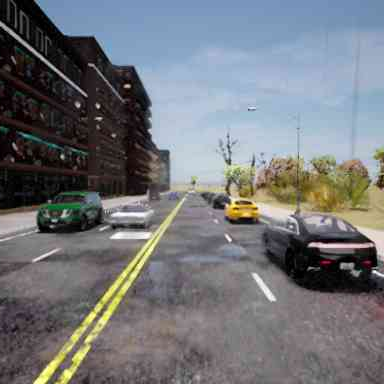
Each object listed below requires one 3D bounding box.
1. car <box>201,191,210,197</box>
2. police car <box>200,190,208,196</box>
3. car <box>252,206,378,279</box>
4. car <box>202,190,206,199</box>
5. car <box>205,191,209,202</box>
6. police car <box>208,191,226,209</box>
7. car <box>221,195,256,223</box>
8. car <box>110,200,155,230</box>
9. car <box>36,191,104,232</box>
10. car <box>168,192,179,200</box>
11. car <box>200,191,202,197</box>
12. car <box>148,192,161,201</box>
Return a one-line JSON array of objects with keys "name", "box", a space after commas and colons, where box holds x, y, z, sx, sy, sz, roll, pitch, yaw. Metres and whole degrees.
[{"name": "car", "box": [3.227, 0.475, 81.235, 2.128, 1.511, 4.902, 0, 1, 0]}, {"name": "police car", "box": [3.224, 0.351, 92.235, 2.038, 1.542, 4.974, 0, 1, 0]}, {"name": "car", "box": [3.347, 1.367, 9.599, 2.128, 1.511, 4.902, 0, 0, 0]}, {"name": "car", "box": [3.234, 0.763, 59.236, 1.837, 1.490, 4.892, 0, 1, 0]}, {"name": "car", "box": [3.237, 0.900, 48.236, 1.837, 1.490, 4.892, 0, 1, 0]}, {"name": "police car", "box": [3.239, 0.957, 37.345, 1.930, 1.638, 5.238, 0, 1, 0]}, {"name": "car", "box": [3.344, 1.189, 22.943, 1.882, 1.535, 5.008, 0, 1, 0]}, {"name": "car", "box": [-3.354, 1.358, 19.310, 1.895, 1.301, 4.718, 0, 1, 0]}, {"name": "car", "box": [-6.604, 0.984, 18.750, 2.150, 2.045, 5.566, 0, 1, 0]}, {"name": "car", "box": [-3.300, 0.764, 60.811, 1.812, 1.442, 4.674, 0, 1, 1]}, {"name": "car", "box": [3.230, 0.625, 70.235, 1.837, 1.490, 4.892, 0, 1, 0]}, {"name": "car", "box": [-6.552, 0.764, 58.999, 1.837, 1.490, 4.892, 0, 1, 1]}]
